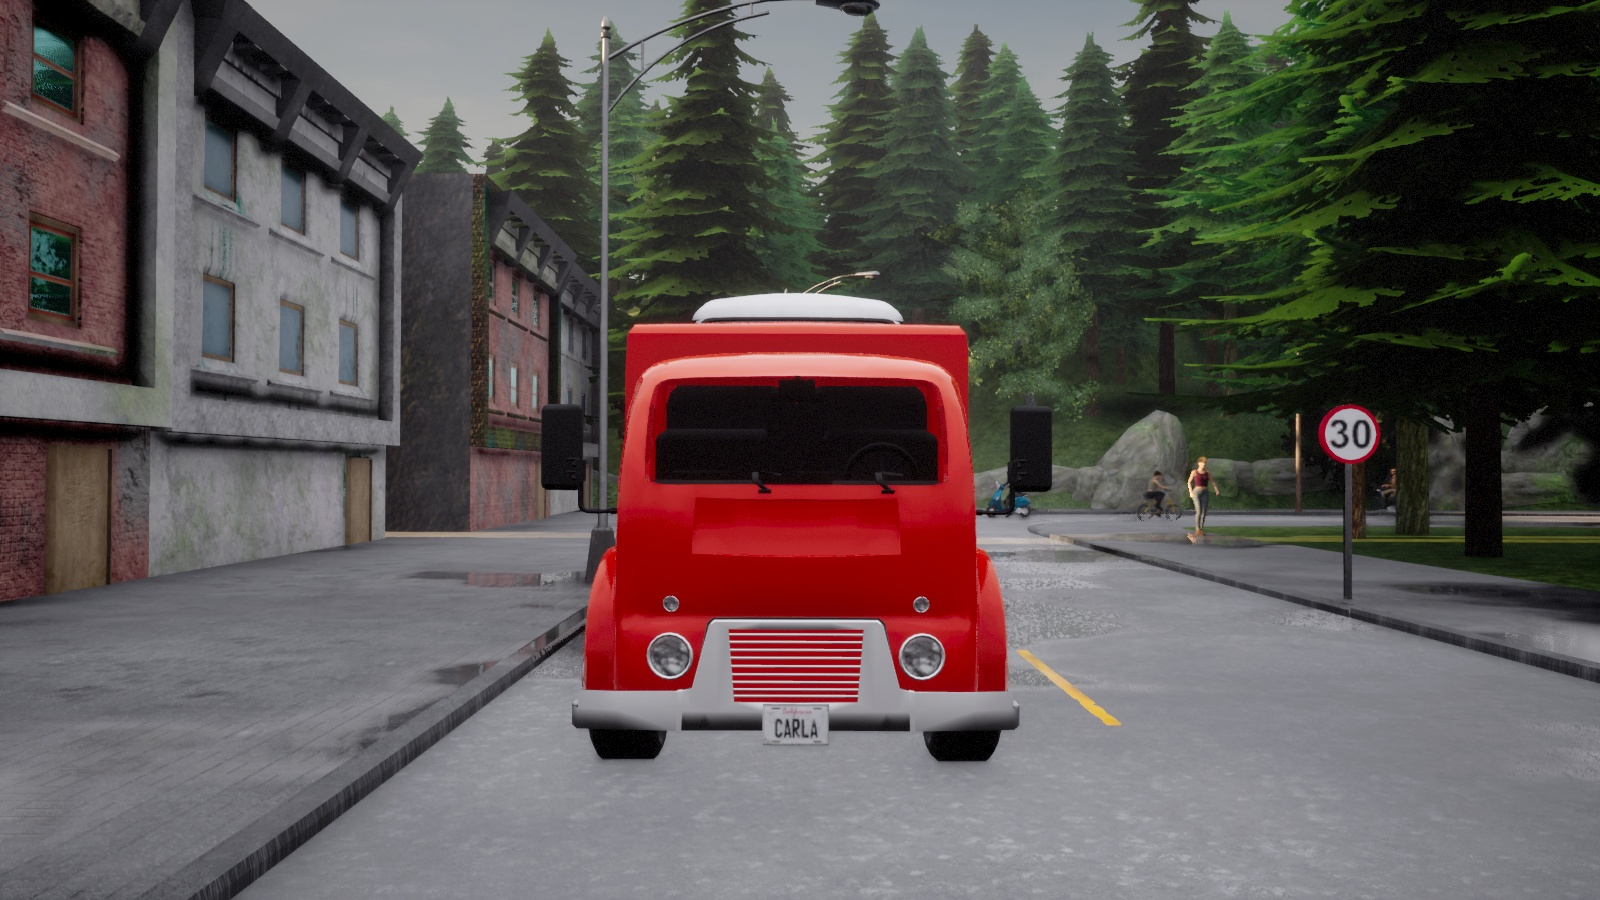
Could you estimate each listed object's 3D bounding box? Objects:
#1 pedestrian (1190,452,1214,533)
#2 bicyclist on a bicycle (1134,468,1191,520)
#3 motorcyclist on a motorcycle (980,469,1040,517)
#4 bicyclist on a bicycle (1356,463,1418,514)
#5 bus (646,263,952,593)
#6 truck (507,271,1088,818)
[{"bbox_3d":[9.221,0.970,28.812,0.345,1.836,0.594,0,-1,-1],"label":"pedestrian"},{"bbox_3d":[11.525,1.374,39.935,1.509,1.612,0.866,0,0,-9],"label":"bicyclist on a bicycle"},{"bbox_3d":[7.185,1.462,43.002,1.817,1.590,0.866,0,-1,-21],"label":"motorcyclist on a motorcycle"},{"bbox_3d":[20.720,1.345,44.339,1.843,1.776,0.659,0,-1,0],"label":"bicyclist on a bicycle"},{"bbox_3d":[-0.092,-0.203,21.375,3.944,4.253,10.273,0,-1,-1],"label":"bus"},{"bbox_3d":[-0.024,0.467,8.306,2.627,2.467,5.204,0,-1,0],"label":"truck"}]
